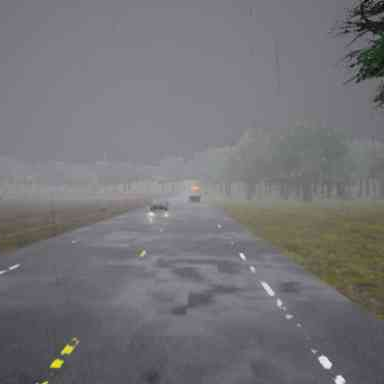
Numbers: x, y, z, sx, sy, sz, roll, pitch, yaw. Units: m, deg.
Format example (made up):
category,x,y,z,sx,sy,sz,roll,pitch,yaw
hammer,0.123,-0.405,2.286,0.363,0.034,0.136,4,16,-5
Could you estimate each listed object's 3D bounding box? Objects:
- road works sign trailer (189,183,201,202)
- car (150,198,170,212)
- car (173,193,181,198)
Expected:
category,x,y,z,sx,sy,sz,roll,pitch,yaw
road works sign trailer,0.535,0.628,65.658,2.380,3.560,2.880,-1,38,1
car,-3.600,1.405,37.984,1.882,1.535,5.008,0,0,0
car,-3.520,0.963,78.350,1.812,1.442,4.674,0,0,0
